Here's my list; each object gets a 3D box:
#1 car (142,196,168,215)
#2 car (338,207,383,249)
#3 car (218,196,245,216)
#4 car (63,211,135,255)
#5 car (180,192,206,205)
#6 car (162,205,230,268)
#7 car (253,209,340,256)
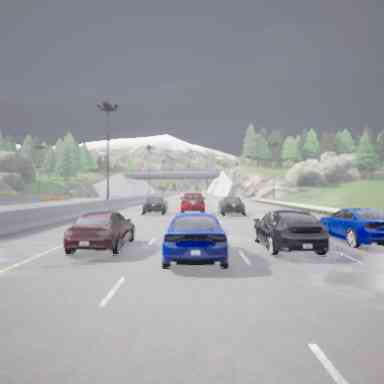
[{"bbox_3d":[-3.424,1.171,31.705,2.097,1.767,4.553,0,0,0],"label":"car"},{"bbox_3d":[7.090,1.395,14.240,1.882,1.535,5.008,0,0,0],"label":"car"},{"bbox_3d":[3.577,1.176,30.662,2.097,1.767,4.553,0,0,0],"label":"car"},{"bbox_3d":[-3.409,1.452,12.811,1.812,1.442,4.674,0,0,0],"label":"car"},{"bbox_3d":[0.077,1.046,30.665,2.150,2.045,5.566,0,0,0],"label":"car"},{"bbox_3d":[0.092,1.414,11.107,1.882,1.535,5.008,0,0,0],"label":"car"},{"bbox_3d":[3.591,1.431,12.754,1.837,1.490,4.892,0,0,0],"label":"car"}]
